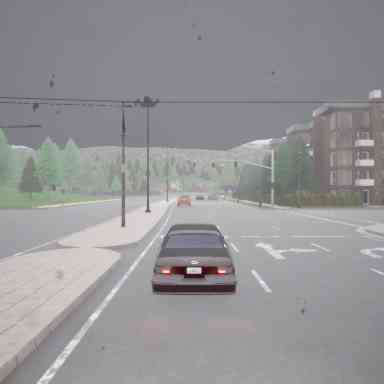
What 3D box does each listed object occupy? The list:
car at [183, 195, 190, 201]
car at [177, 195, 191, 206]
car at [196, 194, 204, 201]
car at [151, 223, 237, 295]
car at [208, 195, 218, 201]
[{"bbox_3d":[-1.429,1.523,85.436,1.812,1.442,4.674,0,0,0],"label":"car"},{"bbox_3d":[-1.298,1.352,54.611,2.097,1.767,4.553,0,0,-1],"label":"car"},{"bbox_3d":[2.071,1.477,85.471,1.882,1.535,5.008,0,0,0],"label":"car"},{"bbox_3d":[0.052,1.547,8.865,2.033,1.411,5.357,0,0,0],"label":"car"},{"bbox_3d":[5.571,1.539,85.475,2.033,1.411,5.357,0,0,0],"label":"car"}]
